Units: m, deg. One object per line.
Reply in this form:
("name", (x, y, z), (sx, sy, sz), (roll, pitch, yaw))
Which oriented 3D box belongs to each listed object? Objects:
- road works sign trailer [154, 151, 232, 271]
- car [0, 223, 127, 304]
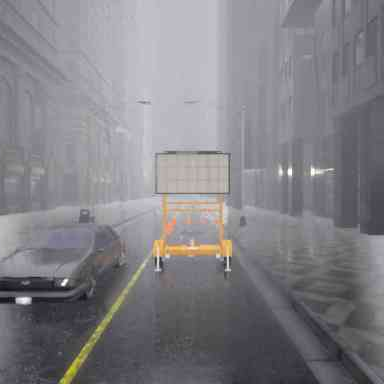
("road works sign trailer", (0.024, 0.467, 10.876), (2.380, 3.560, 2.880), (0, 0, 0))
("car", (-2.995, 1.548, 8.579), (2.033, 1.411, 5.357), (0, 0, 0))
